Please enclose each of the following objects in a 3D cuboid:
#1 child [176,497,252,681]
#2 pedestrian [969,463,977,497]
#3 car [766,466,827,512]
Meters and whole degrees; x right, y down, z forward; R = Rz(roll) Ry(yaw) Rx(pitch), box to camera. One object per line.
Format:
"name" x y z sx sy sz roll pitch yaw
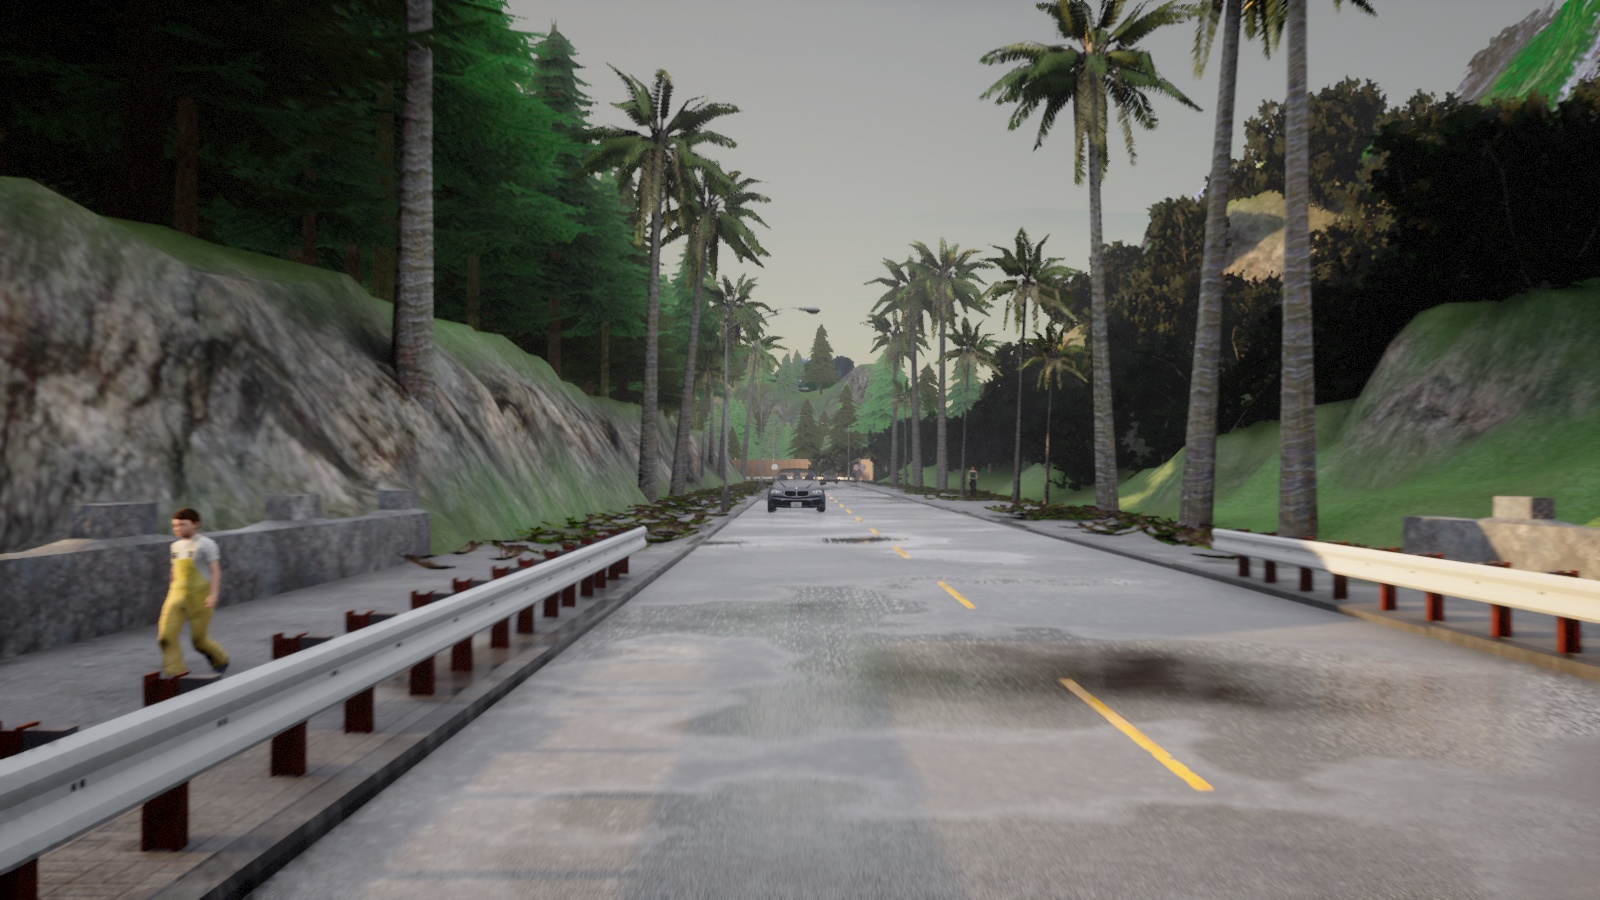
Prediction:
"child" -4.172 0.971 8.953 0.270 1.263 0.437 0 -1 14
"pedestrian" 9.208 1.595 66.989 0.345 1.836 0.594 0 -1 0
"car" -0.121 1.468 48.486 2.242 1.667 4.611 0 -1 0
